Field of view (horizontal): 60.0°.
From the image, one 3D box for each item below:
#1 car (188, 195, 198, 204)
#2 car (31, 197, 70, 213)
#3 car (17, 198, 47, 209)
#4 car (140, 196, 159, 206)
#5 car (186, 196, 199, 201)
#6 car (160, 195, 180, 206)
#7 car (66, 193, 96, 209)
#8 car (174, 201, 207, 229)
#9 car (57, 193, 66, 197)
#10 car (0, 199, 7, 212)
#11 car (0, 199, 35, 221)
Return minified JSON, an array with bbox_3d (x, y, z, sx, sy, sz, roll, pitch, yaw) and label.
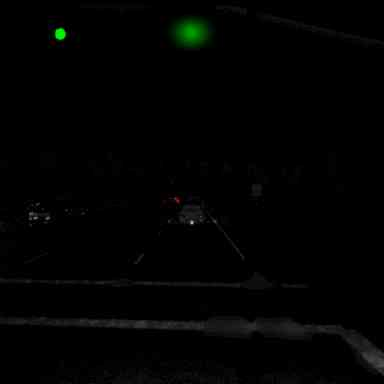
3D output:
[{"bbox_3d":[0.247,1.419,62.343,1.882,1.535,5.008,0,0,1],"label":"car"},{"bbox_3d":[-15.081,1.530,35.633,1.994,1.385,4.181,0,0,0],"label":"car"},{"bbox_3d":[-22.004,1.557,46.051,1.895,1.301,4.718,0,0,0],"label":"car"},{"bbox_3d":[-6.968,1.498,52.166,2.033,1.411,5.357,0,0,1],"label":"car"},{"bbox_3d":[0.032,1.477,52.163,1.812,1.442,4.674,0,0,1],"label":"car"},{"bbox_3d":[-3.464,1.514,52.577,1.994,1.385,4.181,0,0,1],"label":"car"},{"bbox_3d":[-15.006,1.178,46.114,2.150,2.045,5.566,0,0,0],"label":"car"},{"bbox_3d":[-0.004,1.506,21.146,1.812,1.442,4.674,0,0,0],"label":"car"},{"bbox_3d":[-18.492,1.175,49.454,2.150,2.045,5.566,0,0,0],"label":"car"},{"bbox_3d":[-22.070,1.492,35.767,1.812,1.442,4.674,0,0,0],"label":"car"},{"bbox_3d":[-15.099,1.538,27.223,1.994,1.385,4.181,0,0,0],"label":"car"}]
